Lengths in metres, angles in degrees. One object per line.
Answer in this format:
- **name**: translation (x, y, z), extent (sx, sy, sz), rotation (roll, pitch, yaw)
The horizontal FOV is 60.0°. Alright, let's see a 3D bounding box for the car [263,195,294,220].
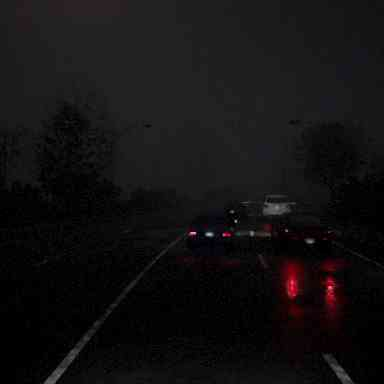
- **car**: translation (7.156, 1.260, 27.960), extent (2.150, 2.045, 5.566), rotation (0, 0, 15)

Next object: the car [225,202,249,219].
- **car**: translation (3.763, 1.568, 28.820), extent (1.994, 1.385, 4.181), rotation (0, 0, 15)

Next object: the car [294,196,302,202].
- **car**: translation (22.668, 1.496, 73.878), extent (2.033, 1.411, 5.357), rotation (0, 0, 38)

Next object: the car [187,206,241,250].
- **car**: translation (0.941, 1.559, 14.327), extent (2.033, 1.411, 5.357), rotation (0, 0, 7)

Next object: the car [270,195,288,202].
- **car**: translation (19.998, 1.461, 76.141), extent (2.128, 1.511, 4.902), rotation (0, 0, 38)

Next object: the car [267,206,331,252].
- **car**: translation (4.412, 1.532, 13.880), extent (1.812, 1.442, 4.674), rotation (0, 0, 7)
